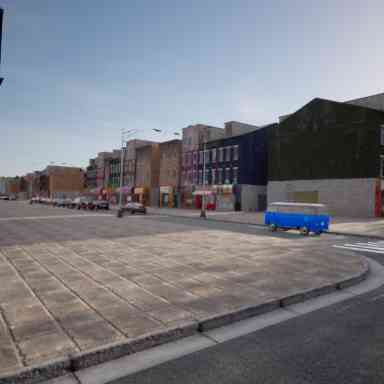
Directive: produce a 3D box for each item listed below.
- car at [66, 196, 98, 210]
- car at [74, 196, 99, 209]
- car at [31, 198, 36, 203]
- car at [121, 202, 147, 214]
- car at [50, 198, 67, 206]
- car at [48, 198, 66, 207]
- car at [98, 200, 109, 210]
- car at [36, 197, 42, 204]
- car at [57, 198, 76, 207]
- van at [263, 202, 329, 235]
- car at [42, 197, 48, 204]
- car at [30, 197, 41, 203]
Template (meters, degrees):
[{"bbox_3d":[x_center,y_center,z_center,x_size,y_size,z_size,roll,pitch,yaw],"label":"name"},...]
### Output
[{"bbox_3d":[-14.862,1.490,44.745,2.097,1.767,4.553,3,-2,-35],"label":"car"},{"bbox_3d":[-16.221,1.578,51.036,2.192,1.841,5.009,3,-2,-36],"label":"car"},{"bbox_3d":[-35.429,1.840,77.625,1.967,1.590,4.097,3,-2,-36],"label":"car"},{"bbox_3d":[-6.628,1.809,37.733,1.802,1.307,4.206,3,-2,-36],"label":"car"},{"bbox_3d":[-25.830,1.888,64.326,1.947,1.339,4.313,3,-2,-36],"label":"car"},{"bbox_3d":[-20.692,1.711,52.715,2.033,1.411,5.357,3,-2,-36],"label":"car"},{"bbox_3d":[-13.028,1.814,46.598,1.947,1.339,4.313,3,-2,-36],"label":"car"},{"bbox_3d":[-32.233,1.953,73.190,1.802,1.307,4.206,3,-2,-36],"label":"car"},{"bbox_3d":[-22.629,1.844,59.895,1.887,1.381,4.507,3,-2,-36],"label":"car"},{"bbox_3d":[6.181,1.556,20.008,1.690,1.788,3.998,3,-2,-36],"label":"van"},{"bbox_3d":[-29.129,1.872,68.897,1.752,1.417,4.829,3,-2,-36],"label":"car"},{"bbox_3d":[-38.634,2.012,82.053,1.802,1.307,4.206,3,-2,-36],"label":"car"}]
